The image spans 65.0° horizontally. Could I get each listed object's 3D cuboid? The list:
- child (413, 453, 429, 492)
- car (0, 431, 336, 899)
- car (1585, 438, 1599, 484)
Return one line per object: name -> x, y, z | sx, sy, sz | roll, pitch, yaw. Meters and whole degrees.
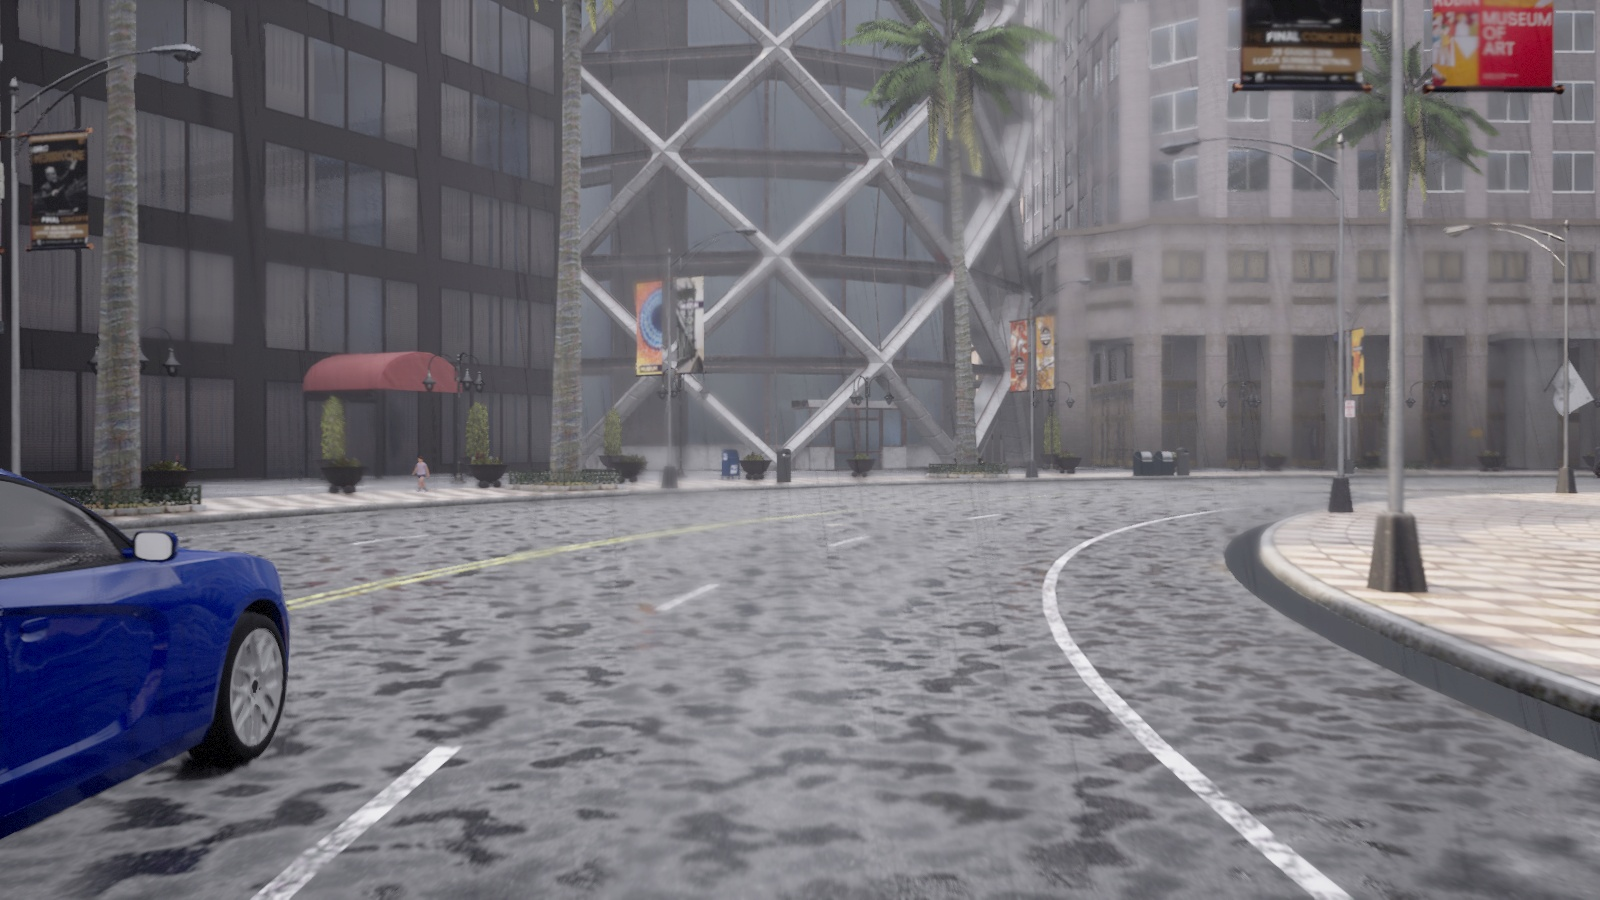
child -> -10.839, 0.632, 35.928 | 0.255, 1.110, 0.394 | 0, 0, 24
car -> -3.501, 0.705, 4.348 | 1.882, 1.535, 5.008 | 0, 0, 1
car -> 33.247, 0.435, 48.481 | 4.553, 1.767, 2.097 | 0, 0, -1
